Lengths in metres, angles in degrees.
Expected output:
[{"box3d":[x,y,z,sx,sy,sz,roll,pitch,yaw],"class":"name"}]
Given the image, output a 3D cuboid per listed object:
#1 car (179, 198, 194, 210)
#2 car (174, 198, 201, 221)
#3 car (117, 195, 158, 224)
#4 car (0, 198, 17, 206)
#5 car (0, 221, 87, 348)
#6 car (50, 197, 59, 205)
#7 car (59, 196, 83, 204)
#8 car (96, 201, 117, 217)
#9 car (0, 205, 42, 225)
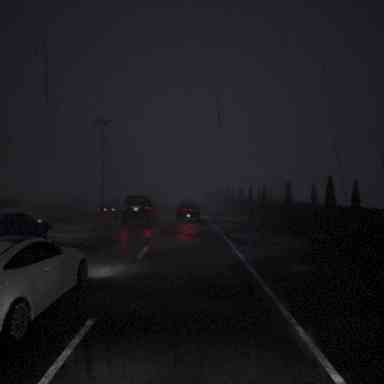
[{"box3d":[-0.784,1.518,42.882,1.812,1.442,4.674,0,0,-2],"class":"car"},{"box3d":[-0.326,1.498,26.782,1.837,1.490,4.892,0,0,-2],"class":"car"},{"box3d":[-3.763,1.217,24.586,2.150,2.045,5.566,0,0,-2],"class":"car"},{"box3d":[-14.442,1.347,24.246,2.097,1.767,4.553,0,0,-2],"class":"car"},{"box3d":[-3.417,1.525,6.132,1.812,1.442,4.674,0,0,0],"class":"car"},{"box3d":[-22.274,1.495,56.111,1.882,1.535,5.008,0,0,-2],"class":"car"},{"box3d":[-18.674,1.468,52.276,1.882,1.535,5.008,0,0,-1],"class":"car"},{"box3d":[-7.440,1.542,30.836,2.033,1.411,5.357,0,0,-2],"class":"car"},{"box3d":[-6.985,1.475,12.542,1.882,1.535,5.008,0,0,-1],"class":"car"}]
